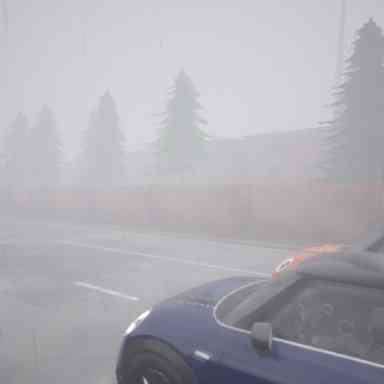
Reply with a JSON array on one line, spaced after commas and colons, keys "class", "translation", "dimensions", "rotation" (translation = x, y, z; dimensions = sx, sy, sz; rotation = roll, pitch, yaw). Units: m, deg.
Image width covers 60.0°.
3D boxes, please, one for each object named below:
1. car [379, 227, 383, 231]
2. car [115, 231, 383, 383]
[{"class": "car", "translation": [3.672, 1.351, 5.644], "dimensions": [4.553, 1.767, 2.097], "rotation": [1, 0, 36]}, {"class": "car", "translation": [1.425, 1.348, 2.951], "dimensions": [4.553, 1.767, 2.097], "rotation": [1, 0, 36]}]
